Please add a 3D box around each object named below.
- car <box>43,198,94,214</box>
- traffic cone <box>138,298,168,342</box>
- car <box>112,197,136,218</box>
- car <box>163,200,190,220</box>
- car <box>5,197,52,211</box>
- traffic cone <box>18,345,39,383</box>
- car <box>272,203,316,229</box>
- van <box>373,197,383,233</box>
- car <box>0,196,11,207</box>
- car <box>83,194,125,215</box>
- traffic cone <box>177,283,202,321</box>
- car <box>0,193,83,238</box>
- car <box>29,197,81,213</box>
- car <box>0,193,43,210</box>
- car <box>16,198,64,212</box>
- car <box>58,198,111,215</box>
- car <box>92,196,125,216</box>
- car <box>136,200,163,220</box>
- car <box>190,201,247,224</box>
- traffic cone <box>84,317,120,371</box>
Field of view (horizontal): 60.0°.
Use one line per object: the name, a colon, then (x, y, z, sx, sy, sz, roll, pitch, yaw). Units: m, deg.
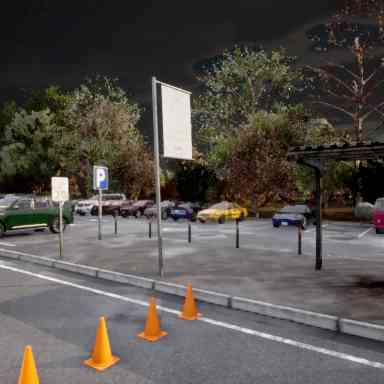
car: (-13.435, 1.455, 36.491, 2.097, 1.535, 5.008, 0, 0, 35)
traffic cone: (-0.617, 1.957, 5.220, 0.340, 0.580, 0.340, 0, 0, 35)
car: (-4.345, 1.469, 30.114, 2.097, 1.535, 5.008, 0, 0, 35)
car: (0.210, 1.504, 26.941, 2.163, 1.488, 4.792, 0, 0, 35)
car: (-20.232, 1.452, 41.310, 2.163, 1.488, 4.792, 0, 0, 35)
traffic cone: (-1.767, 1.957, 3.587, 0.340, 0.580, 0.340, 0, 0, 35)
car: (6.989, 1.513, 22.104, 2.163, 1.488, 4.792, 0, 0, 35)
van: (11.614, 1.264, 19.032, 1.878, 1.987, 4.442, 0, 0, 35)
car: (-29.224, 1.332, 47.823, 1.946, 1.575, 5.366, 1, 0, 35)
car: (-8.906, 1.212, 33.278, 2.435, 2.045, 5.566, 0, 0, 35)
traffic cone: (-0.042, 1.957, 6.036, 0.340, 0.580, 0.340, 0, 0, 36)
car: (-8.903, 1.221, 17.289, 2.435, 2.045, 5.566, 0, 0, 35)
car: (-15.598, 1.444, 38.243, 1.946, 1.575, 5.366, 0, 0, 35)
car: (-22.534, 1.153, 42.858, 2.435, 2.045, 5.566, 0, 0, 35)
car: (-17.989, 1.469, 39.662, 2.163, 1.488, 4.792, 0, 0, 35)
car: (-11.163, 1.461, 34.892, 2.231, 1.521, 4.892, 0, 0, 35)
car: (-6.616, 1.466, 31.710, 2.097, 1.535, 5.008, 0, 0, 35)
car: (-2.073, 1.473, 28.518, 2.231, 1.521, 4.892, 0, 0, 35)
car: (2.357, 1.475, 25.169, 1.946, 1.575, 5.366, 0, 0, 35)
traffic cone: (-1.192, 1.957, 4.404, 0.340, 0.580, 0.340, 0, 0, 35)
